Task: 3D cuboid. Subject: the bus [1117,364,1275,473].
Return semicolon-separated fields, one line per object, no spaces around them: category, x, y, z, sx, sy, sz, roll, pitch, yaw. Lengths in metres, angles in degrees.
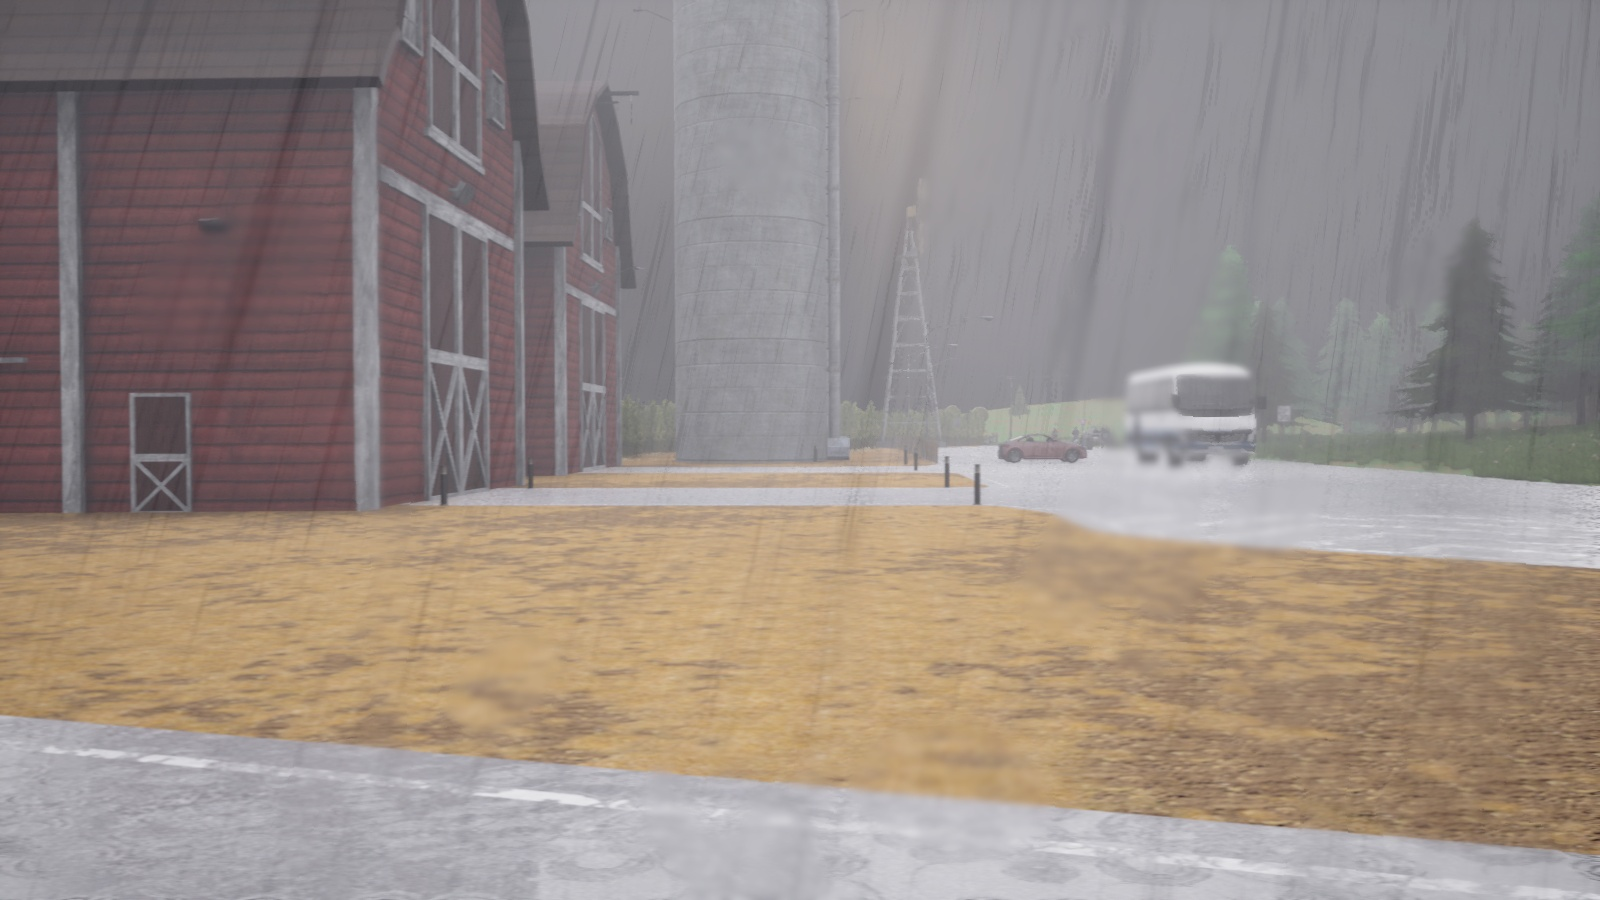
bus;16.753;-1.322;54.184;3.944;4.253;10.273;0;1;2

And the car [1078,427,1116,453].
car;21.858;-0.752;92.542;1.932;1.855;4.605;0;1;2
